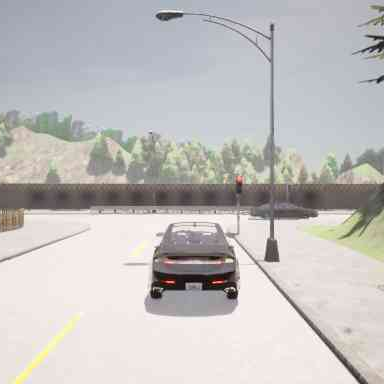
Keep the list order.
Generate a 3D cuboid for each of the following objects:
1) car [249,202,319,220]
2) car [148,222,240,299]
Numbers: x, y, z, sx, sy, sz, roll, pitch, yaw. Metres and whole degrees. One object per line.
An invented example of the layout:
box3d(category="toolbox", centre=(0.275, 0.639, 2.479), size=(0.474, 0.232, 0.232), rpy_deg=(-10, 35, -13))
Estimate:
box3d(category="car", centre=(7.379, 1.548, 27.158), size=(5.357, 1.411, 2.033), rpy_deg=(0, 0, 0))
box3d(category="car", centre=(0.067, 1.491, 8.427), size=(2.128, 1.511, 4.902), rpy_deg=(0, 0, 1))
